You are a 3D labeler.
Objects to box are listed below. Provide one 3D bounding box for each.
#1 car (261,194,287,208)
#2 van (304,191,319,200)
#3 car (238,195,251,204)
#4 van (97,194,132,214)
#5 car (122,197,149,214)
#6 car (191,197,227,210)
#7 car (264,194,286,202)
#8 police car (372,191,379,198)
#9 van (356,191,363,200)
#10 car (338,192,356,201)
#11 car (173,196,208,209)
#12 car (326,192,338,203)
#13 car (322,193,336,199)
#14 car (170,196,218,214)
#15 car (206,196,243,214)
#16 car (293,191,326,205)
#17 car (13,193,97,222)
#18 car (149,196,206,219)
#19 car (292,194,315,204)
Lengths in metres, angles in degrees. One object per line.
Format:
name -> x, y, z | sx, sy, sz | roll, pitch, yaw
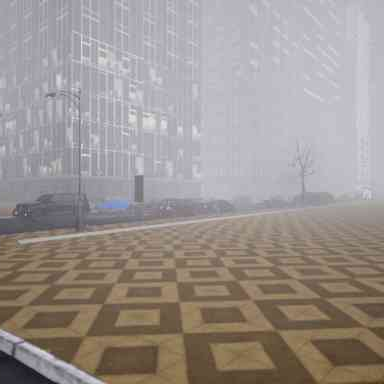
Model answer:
car -> 9.901, 1.260, 40.142 | 1.802, 1.307, 4.206 | 1, 1, 41
van -> 25.735, 0.717, 71.538 | 1.690, 1.788, 3.998 | 1, 1, 41
car -> 7.243, 1.172, 49.926 | 1.947, 1.339, 4.313 | 1, 1, 41
van -> -7.639, 1.133, 32.713 | 1.690, 1.788, 3.998 | 1, 1, 41
car -> -4.105, 1.382, 32.683 | 1.895, 1.301, 4.718 | 0, 1, 40
car -> 2.130, 1.304, 39.958 | 1.895, 1.301, 4.718 | 0, 1, 41
car -> 14.640, 1.080, 58.572 | 1.947, 1.339, 4.313 | 1, 1, 41
police car -> 43.171, 0.685, 79.538 | 1.930, 1.638, 5.238 | 0, 1, 41
van -> 35.789, 0.696, 70.398 | 1.690, 1.788, 3.998 | 1, 1, 41
car -> 28.502, 0.971, 61.883 | 1.752, 1.417, 4.829 | 1, 1, 41
car -> -0.159, 1.244, 41.288 | 1.887, 1.381, 4.507 | 1, 1, 41
car -> 20.996, 0.854, 53.106 | 2.192, 1.841, 5.009 | 1, 1, 41
car -> 33.131, 0.850, 80.187 | 1.947, 1.339, 4.313 | 1, 1, 41
car -> 0.311, 1.257, 32.927 | 2.128, 1.511, 4.902 | 0, 1, 41
car -> 2.556, 1.337, 31.454 | 1.947, 1.339, 4.313 | 1, 1, 41
car -> 17.298, 0.901, 48.783 | 2.192, 1.841, 5.009 | 1, 1, 41
car -> -10.453, 1.083, 25.264 | 2.150, 2.045, 5.566 | 0, 1, 41
car -> -1.099, 1.258, 27.094 | 1.967, 1.590, 4.097 | 1, 1, 41
car -> 18.016, 1.051, 53.620 | 1.837, 1.490, 4.892 | 0, 1, 41
